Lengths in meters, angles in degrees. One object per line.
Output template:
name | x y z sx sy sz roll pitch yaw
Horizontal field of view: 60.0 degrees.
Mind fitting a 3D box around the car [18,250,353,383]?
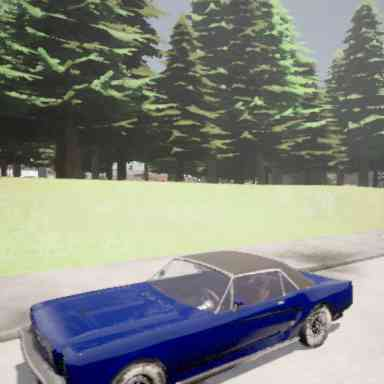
car | 0.214 1.613 4.759 4.718 1.301 1.895 0 0 -35
